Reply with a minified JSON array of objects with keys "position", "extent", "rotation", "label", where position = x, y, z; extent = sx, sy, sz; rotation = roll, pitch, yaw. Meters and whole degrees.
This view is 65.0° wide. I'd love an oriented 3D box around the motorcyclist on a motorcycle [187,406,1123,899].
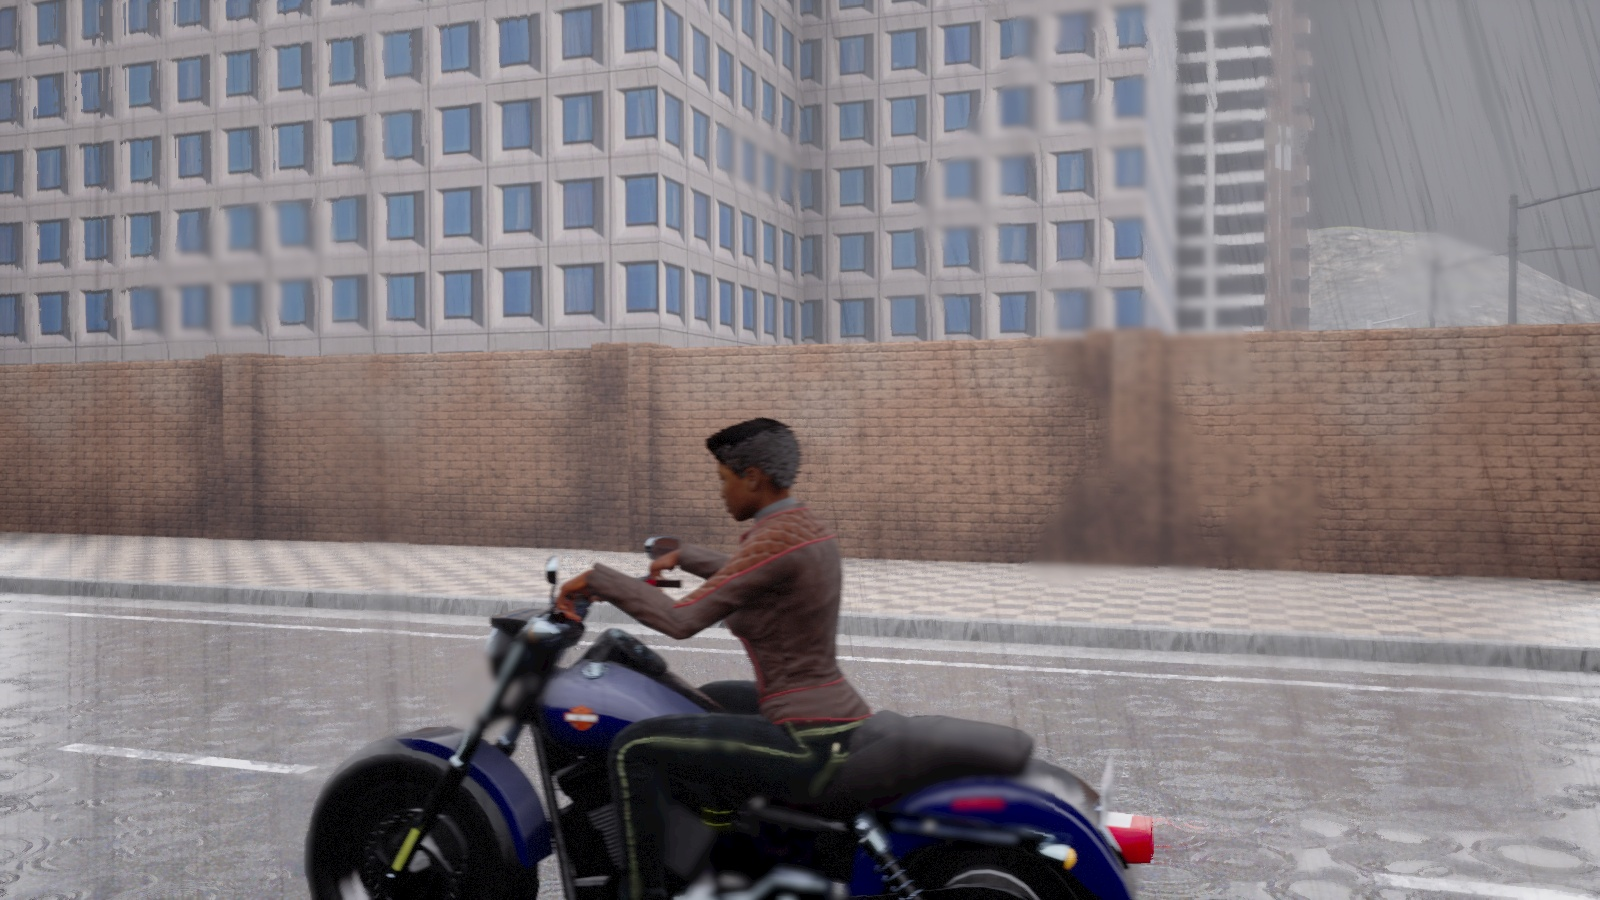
[{"position":[-0.386,0.722,3.325],"extent":[2.350,1.649,0.766],"rotation":[0,1,19],"label":"motorcyclist on a motorcycle"}]
